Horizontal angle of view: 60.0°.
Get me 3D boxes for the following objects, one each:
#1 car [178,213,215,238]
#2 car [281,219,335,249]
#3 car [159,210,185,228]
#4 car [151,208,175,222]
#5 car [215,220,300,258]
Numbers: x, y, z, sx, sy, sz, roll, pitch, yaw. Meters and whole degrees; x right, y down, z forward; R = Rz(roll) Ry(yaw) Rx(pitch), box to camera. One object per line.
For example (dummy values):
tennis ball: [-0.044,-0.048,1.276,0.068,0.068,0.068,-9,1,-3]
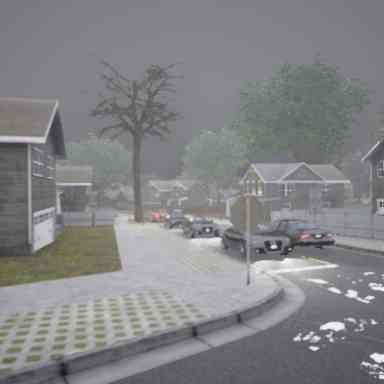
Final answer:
car: [0.591,2.456,24.102,1.994,1.385,4.181,0,-2,-13]
car: [5.139,2.118,17.355,2.033,1.411,5.357,-1,-2,-12]
car: [-1.638,2.793,33.202,2.033,1.411,5.357,0,-2,-13]
car: [-4.002,2.946,42.946,2.097,1.767,4.553,0,-2,-13]
car: [2.802,2.099,15.318,1.994,1.385,4.181,0,-2,-14]
